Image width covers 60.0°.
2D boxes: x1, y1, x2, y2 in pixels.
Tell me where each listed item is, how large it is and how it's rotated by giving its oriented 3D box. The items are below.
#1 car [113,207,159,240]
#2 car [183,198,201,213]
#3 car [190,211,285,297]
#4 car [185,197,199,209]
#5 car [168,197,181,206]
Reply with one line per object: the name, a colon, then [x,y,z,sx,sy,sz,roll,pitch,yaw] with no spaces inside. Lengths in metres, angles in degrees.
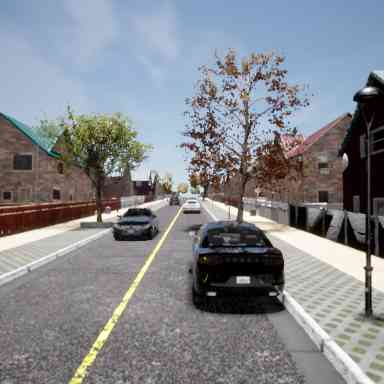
car: [-2.780,1.545,17.434,1.812,1.442,4.674,0,0,0]
car: [0.009,1.573,36.944,1.812,1.442,4.674,0,0,0]
car: [0.949,1.487,8.664,1.882,1.535,5.008,0,0,0]
car: [-0.031,1.541,47.185,1.882,1.535,5.008,0,0,0]
car: [-2.848,1.582,55.101,1.837,1.490,4.892,0,0,0]
